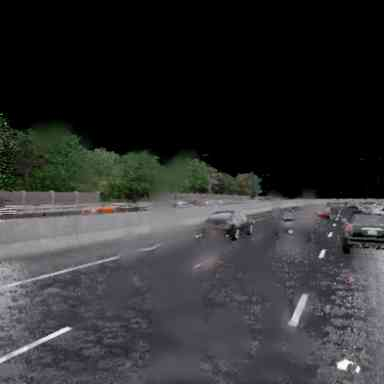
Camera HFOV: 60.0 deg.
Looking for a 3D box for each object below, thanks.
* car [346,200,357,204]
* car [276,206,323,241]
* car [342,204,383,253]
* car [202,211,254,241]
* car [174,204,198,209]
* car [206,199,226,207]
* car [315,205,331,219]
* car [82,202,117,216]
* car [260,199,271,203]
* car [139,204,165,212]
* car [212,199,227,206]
[{"bbox_3d":[27.625,2.269,57.389,2.033,1.411,5.357,-1,-1,25],"label":"car"},{"bbox_3d":[6.034,1.804,18.953,2.128,1.511,4.902,-1,-1,25],"label":"car"},{"bbox_3d":[7.738,1.588,14.550,2.097,1.767,4.553,-1,-1,25],"label":"car"},{"bbox_3d":[2.137,1.827,18.869,1.837,1.490,4.892,-1,0,25],"label":"car"},{"bbox_3d":[-0.799,2.113,37.949,1.837,1.490,4.892,-1,-1,25],"label":"car"},{"bbox_3d":[3.997,2.167,56.523,2.097,1.767,4.553,-1,-1,25],"label":"car"},{"bbox_3d":[13.740,2.086,35.552,1.994,1.385,4.181,-1,-1,25],"label":"car"},{"bbox_3d":[-11.187,2.034,40.508,2.097,1.767,4.553,-1,-1,25],"label":"car"},{"bbox_3d":[16.676,2.435,75.369,2.128,1.511,4.902,-1,-1,25],"label":"car"},{"bbox_3d":[-5.328,2.281,44.815,1.994,1.385,4.181,-1,-1,25],"label":"car"},{"bbox_3d":[6.465,2.443,78.308,2.097,1.767,4.553,-1,-1,25],"label":"car"}]
